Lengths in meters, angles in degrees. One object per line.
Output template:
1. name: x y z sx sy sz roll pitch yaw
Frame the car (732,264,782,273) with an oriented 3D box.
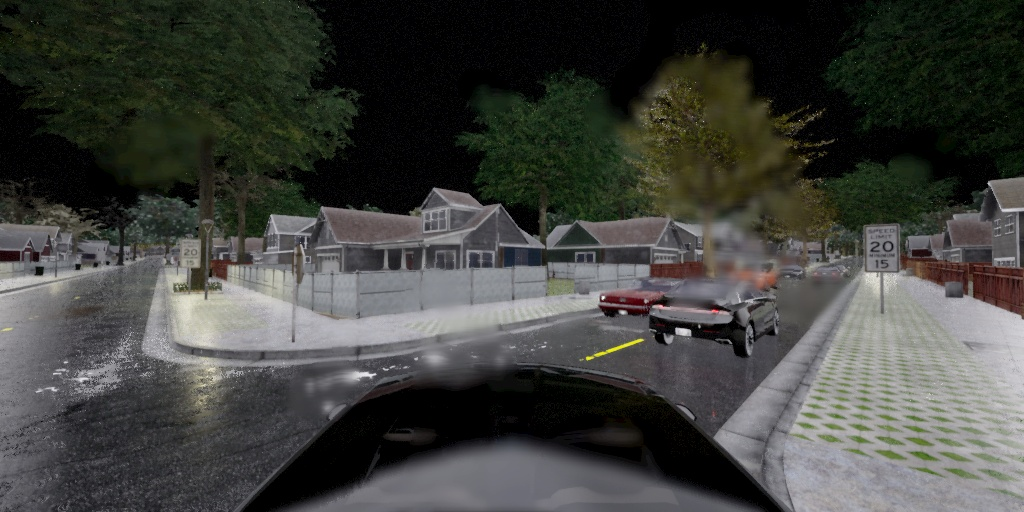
1. car: 15.770 1.319 23.415 4.553 1.767 2.097 0 -1 -45

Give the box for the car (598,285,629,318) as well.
1. car: 5.003 1.457 12.704 4.718 1.301 1.895 1 -1 -45

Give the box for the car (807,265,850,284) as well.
1. car: 27.087 1.567 30.593 5.357 1.411 2.033 0 -1 -44

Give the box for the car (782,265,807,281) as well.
1. car: 27.267 1.603 34.745 5.357 1.411 2.033 0 -1 -45

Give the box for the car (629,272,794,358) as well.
1. car: 5.088 1.301 8.768 4.902 1.511 2.128 1 -1 -45
